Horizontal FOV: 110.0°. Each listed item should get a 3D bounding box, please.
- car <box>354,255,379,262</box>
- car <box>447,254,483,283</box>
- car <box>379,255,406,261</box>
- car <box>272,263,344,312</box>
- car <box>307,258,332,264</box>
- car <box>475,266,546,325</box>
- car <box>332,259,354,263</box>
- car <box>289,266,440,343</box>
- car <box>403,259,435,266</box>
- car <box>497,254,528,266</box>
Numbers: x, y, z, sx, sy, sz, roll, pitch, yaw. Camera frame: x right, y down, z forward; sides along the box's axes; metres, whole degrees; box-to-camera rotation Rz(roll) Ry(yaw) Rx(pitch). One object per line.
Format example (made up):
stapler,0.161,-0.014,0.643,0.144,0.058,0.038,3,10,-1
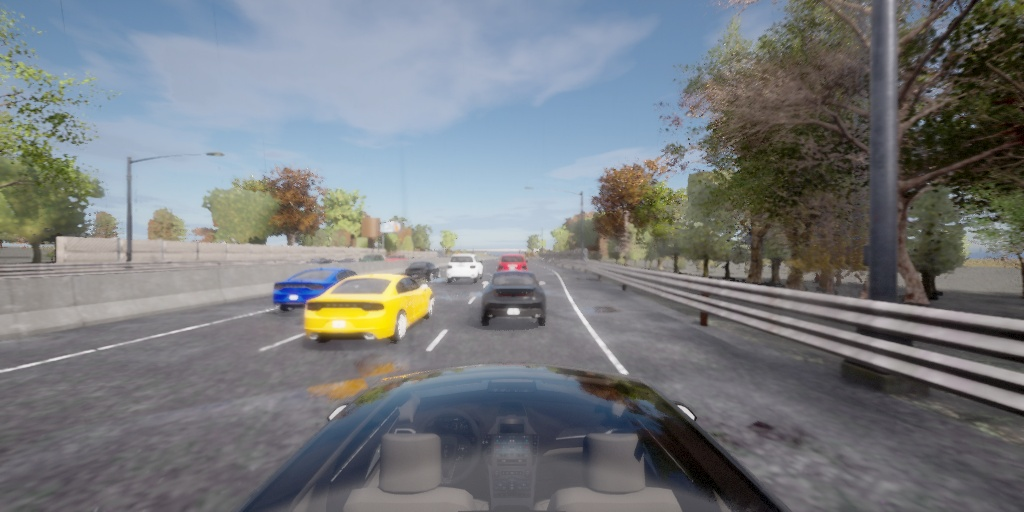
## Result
car,-21.074,0.820,53.913,2.150,2.045,5.566,0,0,1
car,-3.447,0.892,26.977,2.150,2.045,5.566,0,0,0
car,-17.579,0.820,54.223,2.150,2.045,5.566,0,0,0
car,-6.931,1.186,13.880,1.882,1.535,5.008,0,0,0
car,-28.075,1.094,52.538,2.128,1.511,4.902,0,0,0
car,0.057,1.218,11.669,1.837,1.490,4.892,0,-1,0
car,-24.575,1.163,53.865,1.994,1.385,4.181,0,0,0
car,-3.457,1.200,9.665,1.882,1.535,5.008,0,0,0
car,-6.940,1.171,28.250,1.837,1.490,4.892,0,1,0
car,0.053,0.892,27.063,2.150,2.045,5.566,0,0,0
